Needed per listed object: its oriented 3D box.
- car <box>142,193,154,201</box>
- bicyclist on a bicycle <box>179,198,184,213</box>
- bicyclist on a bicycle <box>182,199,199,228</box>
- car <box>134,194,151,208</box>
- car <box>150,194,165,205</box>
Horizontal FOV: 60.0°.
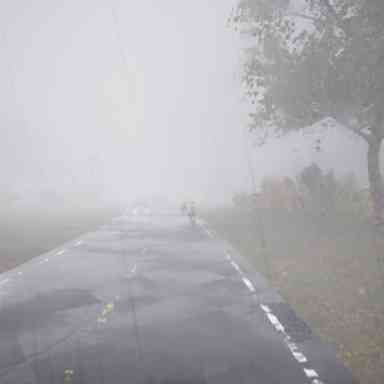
[{"bbox_3d":[-9.860,1.126,73.781,2.097,1.767,4.553,0,0,-15],"label":"car"},{"bbox_3d":[-0.709,1.347,28.529,0.866,1.612,1.509,-1,0,-6],"label":"bicyclist on a bicycle"},{"bbox_3d":[0.021,1.373,20.401,0.866,1.612,1.509,-1,0,-5],"label":"bicyclist on a bicycle"},{"bbox_3d":[-6.762,1.393,44.409,1.812,1.442,4.674,0,0,-9],"label":"car"},{"bbox_3d":[-5.688,1.332,56.196,1.837,1.490,4.892,0,0,-11],"label":"car"}]
